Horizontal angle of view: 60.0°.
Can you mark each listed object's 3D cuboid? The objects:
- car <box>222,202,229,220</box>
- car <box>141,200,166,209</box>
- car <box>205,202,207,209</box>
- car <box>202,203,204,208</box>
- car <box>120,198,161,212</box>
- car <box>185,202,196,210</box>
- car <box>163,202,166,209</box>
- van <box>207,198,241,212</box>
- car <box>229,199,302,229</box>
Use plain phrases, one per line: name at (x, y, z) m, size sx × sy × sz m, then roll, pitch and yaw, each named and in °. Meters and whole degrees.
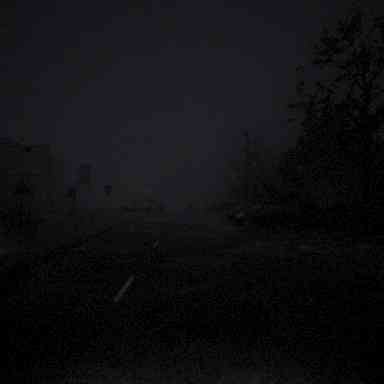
car at (5.044, 1.751, 26.230) m, size 4.674 × 1.452 × 2.002 m, roll 0°, pitch 0°, yaw 0°
car at (-7.542, 2.521, 65.655) m, size 4.553 × 1.767 × 2.185 m, roll 0°, pitch -2°, yaw -1°
car at (5.053, 2.104, 49.816) m, size 5.366 × 1.575 × 1.946 m, roll 0°, pitch -1°, yaw 0°
car at (4.695, 2.320, 63.655) m, size 5.566 × 2.045 × 2.435 m, roll 0°, pitch -2°, yaw -1°
car at (-7.565, 2.042, 47.561) m, size 5.366 × 1.575 × 1.946 m, roll 0°, pitch -1°, yaw 0°
car at (-0.291, 2.446, 58.577) m, size 2.033 × 1.411 × 5.357 m, roll 0°, pitch -2°, yaw 0°
car at (-7.465, 2.165, 59.711) m, size 5.566 × 2.045 × 2.435 m, roll 0°, pitch -2°, yaw -1°
van at (4.776, 1.808, 47.026) m, size 4.442 × 1.987 × 1.878 m, roll 0°, pitch -1°, yaw 0°
car at (5.117, 1.556, 23.062) m, size 4.553 × 1.767 × 2.185 m, roll 0°, pitch -1°, yaw 0°
